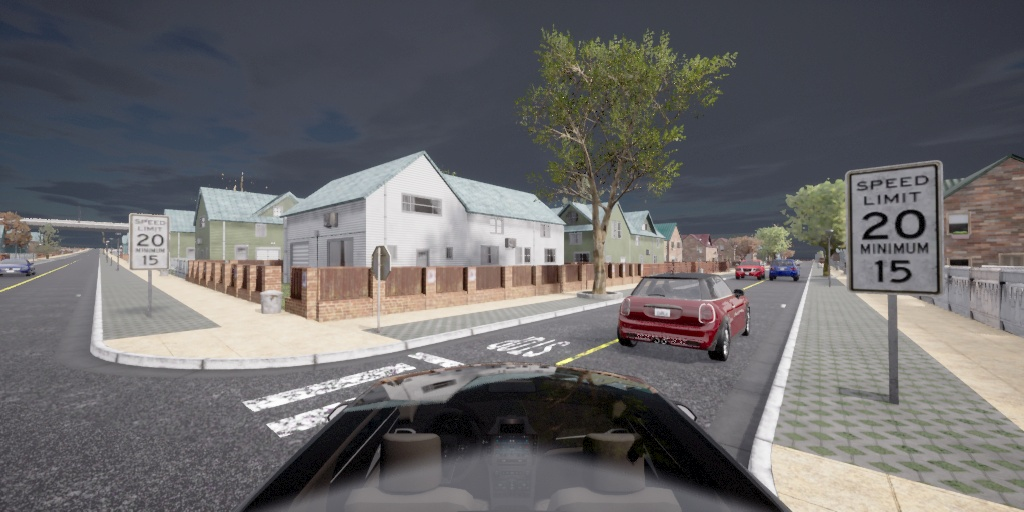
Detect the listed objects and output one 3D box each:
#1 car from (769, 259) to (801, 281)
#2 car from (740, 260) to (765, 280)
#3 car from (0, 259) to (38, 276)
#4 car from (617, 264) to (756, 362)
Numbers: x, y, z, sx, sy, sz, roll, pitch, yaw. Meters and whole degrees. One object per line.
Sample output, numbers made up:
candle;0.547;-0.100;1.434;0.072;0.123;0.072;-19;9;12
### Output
car;26.815;1.362;35.298;2.150;2.045;5.566;-1;-1;40
car;24.973;1.395;37.493;2.150;2.045;5.566;-1;-1;40
car;-42.114;0.967;30.394;4.674;1.442;1.812;1;0;41
car;4.383;1.175;8.812;2.097;1.767;4.553;-1;-1;40
